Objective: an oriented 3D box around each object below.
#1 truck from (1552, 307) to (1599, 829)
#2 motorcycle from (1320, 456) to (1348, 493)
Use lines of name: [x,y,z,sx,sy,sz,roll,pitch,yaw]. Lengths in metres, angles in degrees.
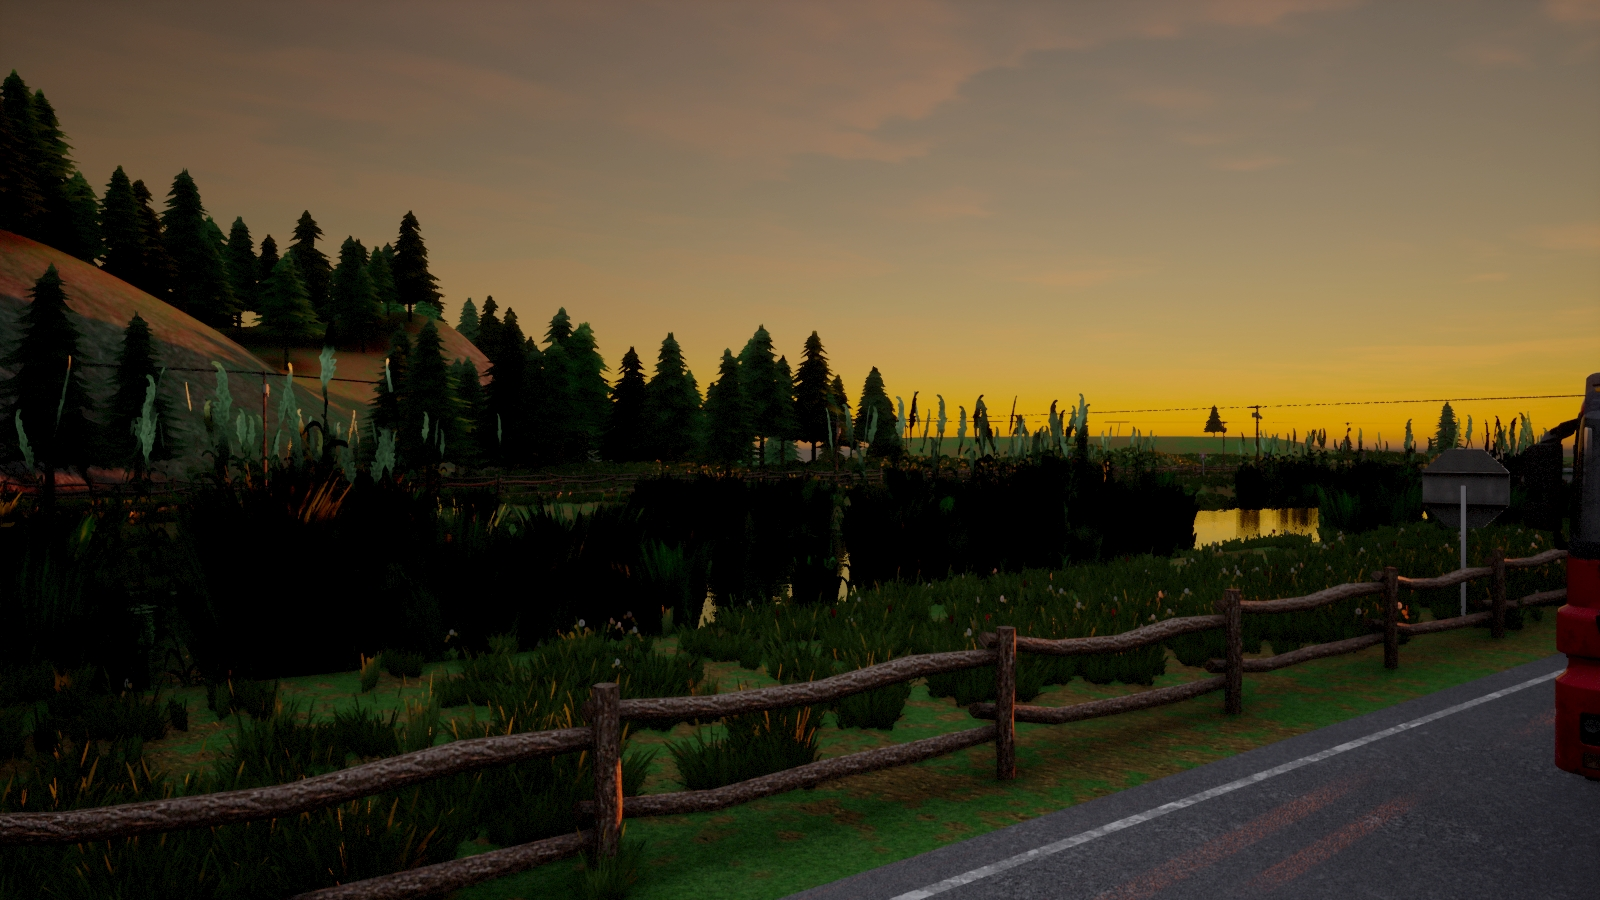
truck: [9.443,0.862,10.927,2.891,3.827,8.468,0,0,39]
motorcycle: [34.823,1.577,74.499,2.033,2.348,0.803,0,0,-39]
